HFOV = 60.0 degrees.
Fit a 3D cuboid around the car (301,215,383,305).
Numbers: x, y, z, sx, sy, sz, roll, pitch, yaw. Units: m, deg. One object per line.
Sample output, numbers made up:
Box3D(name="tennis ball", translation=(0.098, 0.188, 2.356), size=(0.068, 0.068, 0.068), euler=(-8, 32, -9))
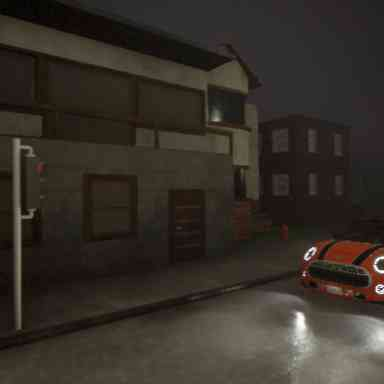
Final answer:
Box3D(name="car", translation=(4.693, 1.394, 8.119), size=(4.553, 1.767, 2.097), euler=(0, -1, -37))
